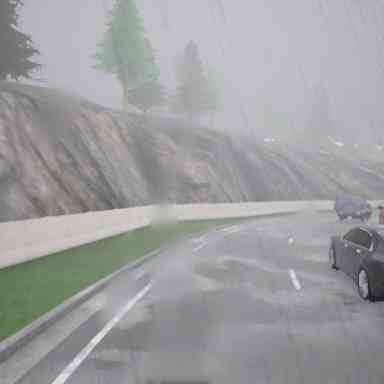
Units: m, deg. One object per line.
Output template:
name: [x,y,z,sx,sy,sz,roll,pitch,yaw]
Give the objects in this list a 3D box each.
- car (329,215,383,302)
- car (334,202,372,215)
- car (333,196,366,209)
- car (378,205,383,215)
car: [4.775,1.562,8.254,1.837,1.490,4.892,0,0,10]
car: [14.020,1.777,28.426,1.895,1.301,4.718,0,0,38]
car: [18.421,1.454,38.241,5.566,2.045,2.150,1,0,-39]
car: [11.788,1.359,18.458,2.150,2.045,5.566,0,0,26]
